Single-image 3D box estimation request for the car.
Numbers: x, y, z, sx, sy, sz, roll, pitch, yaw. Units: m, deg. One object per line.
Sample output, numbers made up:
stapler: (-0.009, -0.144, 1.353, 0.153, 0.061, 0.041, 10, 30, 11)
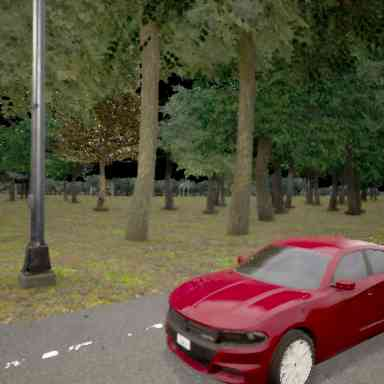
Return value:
car: (1.937, 1.501, 5.360, 5.008, 1.535, 1.882, 0, 0, -35)
